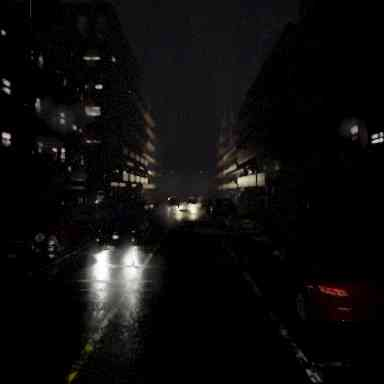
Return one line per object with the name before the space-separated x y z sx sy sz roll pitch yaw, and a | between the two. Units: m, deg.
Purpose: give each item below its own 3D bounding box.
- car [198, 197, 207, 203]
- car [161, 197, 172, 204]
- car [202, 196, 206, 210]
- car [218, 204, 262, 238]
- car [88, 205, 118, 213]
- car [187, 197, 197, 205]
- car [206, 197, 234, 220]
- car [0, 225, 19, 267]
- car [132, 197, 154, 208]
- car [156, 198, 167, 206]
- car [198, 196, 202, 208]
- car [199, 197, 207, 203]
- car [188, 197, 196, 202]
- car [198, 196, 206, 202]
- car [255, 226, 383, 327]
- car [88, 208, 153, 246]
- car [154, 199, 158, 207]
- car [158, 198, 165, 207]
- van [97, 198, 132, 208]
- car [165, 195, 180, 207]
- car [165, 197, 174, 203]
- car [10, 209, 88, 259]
car | 2.670 1.991 85.300 1.947 1.339 4.313 -1 0 0
car | -5.708 1.919 74.124 2.008 1.369 4.403 -1 0 0
car | 2.672 1.515 40.485 2.192 1.841 5.009 -1 0 0
car | 2.678 1.616 18.246 1.752 1.417 4.829 -1 0 0
car | -5.669 1.640 18.104 2.008 1.369 4.403 -1 0 0
car | -0.007 1.867 68.484 1.994 1.385 4.181 0 0 0
car | 2.673 1.460 29.281 2.192 1.841 5.009 -1 0 0
car | -5.668 1.616 6.900 1.802 1.307 4.206 -1 0 0
car | -5.697 1.488 34.911 2.192 1.841 5.009 -1 0 0
car | -5.707 1.894 62.919 1.802 1.307 4.206 -1 0 0
car | 2.344 1.712 51.509 1.801 1.575 5.366 0 0 0
car | 2.671 1.923 79.868 1.752 1.417 4.829 -1 0 0
car | -0.009 1.823 82.944 1.895 1.301 4.718 0 0 0
car | 2.668 1.894 90.902 1.967 1.590 4.097 -1 0 0
car | 2.680 1.617 6.872 1.802 1.307 4.206 -1 0 0
car | -3.102 1.640 15.432 1.994 1.385 4.181 0 0 0
car | -5.712 1.751 40.512 2.008 1.369 4.403 -1 0 0
car | -5.706 1.866 57.317 1.802 1.307 4.206 -1 0 0
van | -5.673 1.458 23.707 1.690 1.788 3.998 -1 0 0
car | -3.068 1.784 56.384 1.837 1.490 4.892 0 0 0
car | -5.710 1.976 85.328 2.008 1.369 4.403 -1 0 0
car | -5.670 1.502 12.502 1.967 1.590 4.097 -1 0 0
